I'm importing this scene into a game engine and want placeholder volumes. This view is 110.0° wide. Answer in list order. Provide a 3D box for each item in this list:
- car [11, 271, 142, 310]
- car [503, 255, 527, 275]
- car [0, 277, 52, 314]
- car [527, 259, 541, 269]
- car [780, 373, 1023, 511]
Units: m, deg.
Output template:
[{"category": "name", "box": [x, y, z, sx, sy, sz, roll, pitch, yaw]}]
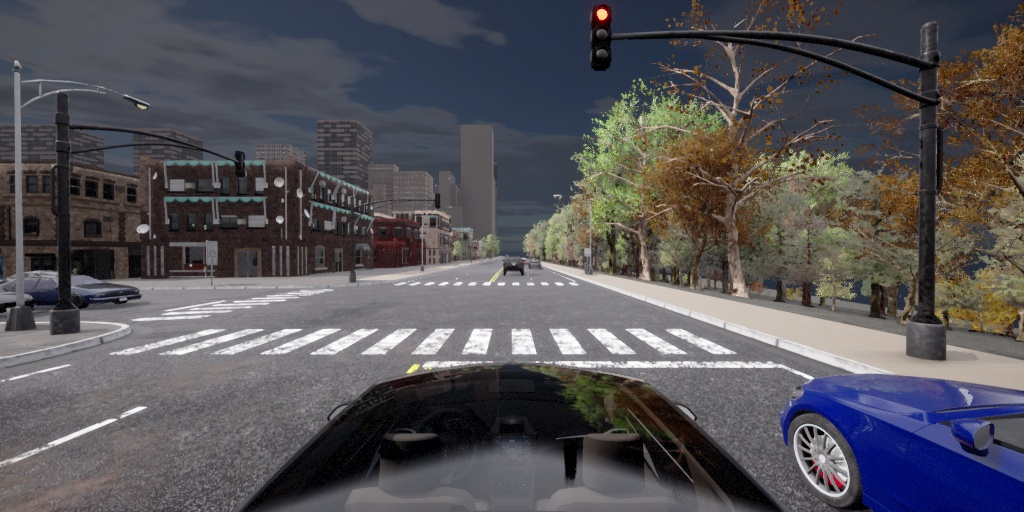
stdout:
[{"category": "car", "box": [-19.449, 1.514, 15.496, 5.357, 1.411, 2.033, -1, 1, 0]}, {"category": "car", "box": [0.172, 0.959, 39.161, 2.150, 2.045, 5.566, 0, 0, 0]}, {"category": "car", "box": [-19.926, 1.565, 12.792, 4.313, 1.339, 1.948, 0, 0, 0]}, {"category": "car", "box": [3.454, 1.222, 55.433, 2.128, 1.511, 4.902, 0, 0, 0]}, {"category": "car", "box": [3.346, 1.276, 1.351, 1.812, 1.442, 4.674, 0, 0, 2]}]
